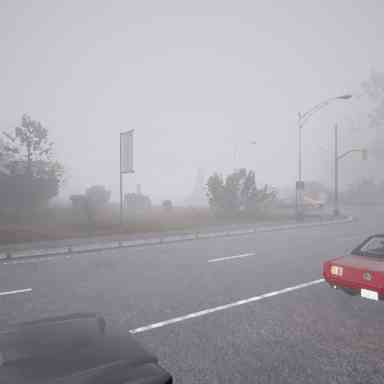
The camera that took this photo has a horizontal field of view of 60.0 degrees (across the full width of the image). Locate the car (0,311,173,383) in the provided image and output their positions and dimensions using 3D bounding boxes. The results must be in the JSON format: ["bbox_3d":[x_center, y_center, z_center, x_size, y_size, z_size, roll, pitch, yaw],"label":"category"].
[{"bbox_3d":[-2.399,1.601,2.024,4.718,1.301,1.895,0,0,-36],"label":"car"}]

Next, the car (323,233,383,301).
[{"bbox_3d":[5.048,1.570,7.363,4.718,1.301,1.895,0,0,-36],"label":"car"}]

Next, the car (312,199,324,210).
[{"bbox_3d":[12.758,1.250,38.410,1.882,1.535,5.008,-1,0,-39],"label":"car"}]

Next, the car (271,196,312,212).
[{"bbox_3d":[10.133,1.402,36.087,1.895,1.301,4.718,-1,0,-39],"label":"car"}]

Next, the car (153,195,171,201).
[{"bbox_3d":[-6.724,1.328,73.987,1.895,1.301,4.718,-1,0,-38],"label":"car"}]

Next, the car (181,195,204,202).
[{"bbox_3d":[0.008,1.274,65.721,2.033,1.411,5.357,-1,0,-38],"label":"car"}]
